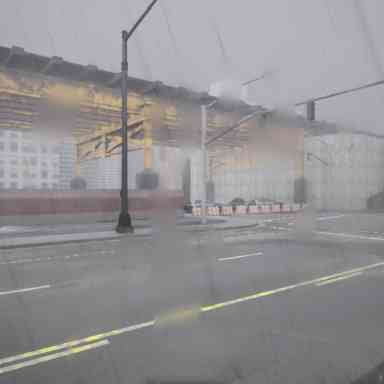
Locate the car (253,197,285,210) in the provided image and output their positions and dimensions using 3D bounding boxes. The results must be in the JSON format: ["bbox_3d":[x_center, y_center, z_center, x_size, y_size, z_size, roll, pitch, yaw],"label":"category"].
[{"bbox_3d":[9.128,1.295,41.693,4.536,1.218,1.853,0,0,-7],"label":"car"}]

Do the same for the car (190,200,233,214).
[{"bbox_3d":[1.523,1.453,35.256,4.974,1.542,2.038,0,0,8],"label":"car"}]

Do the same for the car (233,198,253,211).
[{"bbox_3d":[5.268,1.453,37.940,2.038,1.542,4.974,0,0,18],"label":"car"}]

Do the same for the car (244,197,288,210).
[{"bbox_3d":[9.179,1.453,41.700,4.974,1.542,2.038,0,0,-7],"label":"car"}]

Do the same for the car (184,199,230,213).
[{"bbox_3d":[1.472,1.295,35.263,4.536,1.218,1.853,0,0,8],"label":"car"}]

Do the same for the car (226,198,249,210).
[{"bbox_3d":[5.284,1.295,37.990,1.853,1.218,4.536,0,0,18],"label":"car"}]
